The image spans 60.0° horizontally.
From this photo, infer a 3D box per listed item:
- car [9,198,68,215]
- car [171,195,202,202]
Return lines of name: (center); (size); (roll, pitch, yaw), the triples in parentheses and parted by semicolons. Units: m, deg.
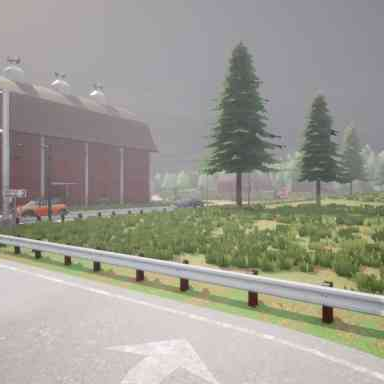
car: (-12.877, 1.378, 27.953); (2.097, 1.767, 4.553); (0, 0, 37)
car: (-0.339, 1.531, 44.869); (1.837, 1.490, 4.892); (0, 0, 37)
